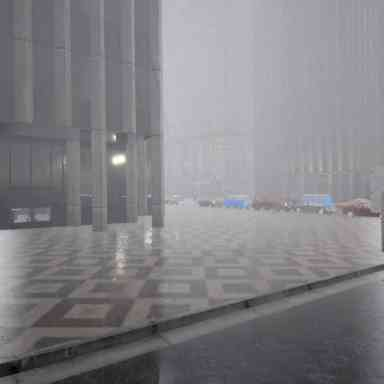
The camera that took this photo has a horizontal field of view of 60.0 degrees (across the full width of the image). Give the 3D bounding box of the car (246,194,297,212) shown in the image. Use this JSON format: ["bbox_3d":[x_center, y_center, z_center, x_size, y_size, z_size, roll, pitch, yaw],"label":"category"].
[{"bbox_3d":[9.016,1.291,37.858,2.192,1.841,5.009,-1,1,-36],"label":"car"}]

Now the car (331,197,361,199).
[{"bbox_3d":[19.076,1.386,38.461,1.752,1.417,4.829,-1,1,-36],"label":"car"}]

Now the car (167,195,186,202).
[{"bbox_3d":[-3.333,1.259,69.771,2.008,1.369,4.403,-1,1,-36],"label":"car"}]

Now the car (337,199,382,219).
[{"bbox_3d":[15.453,1.567,28.877,1.887,1.381,4.507,-1,1,-36],"label":"car"}]

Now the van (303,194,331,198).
[{"bbox_3d":[15.958,1.179,42.813,1.690,1.788,3.998,-1,1,-36],"label":"van"}]

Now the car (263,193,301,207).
[{"bbox_3d":[12.742,1.131,47.305,2.192,1.841,5.009,-1,1,-36],"label":"car"}]

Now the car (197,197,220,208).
[{"bbox_3d":[2.582,1.372,46.843,1.967,1.590,4.097,-1,1,-36],"label":"car"}]

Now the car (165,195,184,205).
[{"bbox_3d":[-3.852,1.440,55.828,2.008,1.369,4.403,-1,1,-36],"label":"car"}]

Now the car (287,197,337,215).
[{"bbox_3d":[12.235,1.550,33.369,2.008,1.369,4.403,-1,1,-36],"label":"car"}]

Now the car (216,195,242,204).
[{"bbox_3d":[6.214,1.297,56.431,1.752,1.417,4.829,-1,1,-36],"label":"car"}]

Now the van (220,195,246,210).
[{"bbox_3d":[5.798,1.295,42.351,1.690,1.788,3.998,-1,1,-36],"label":"van"}]
